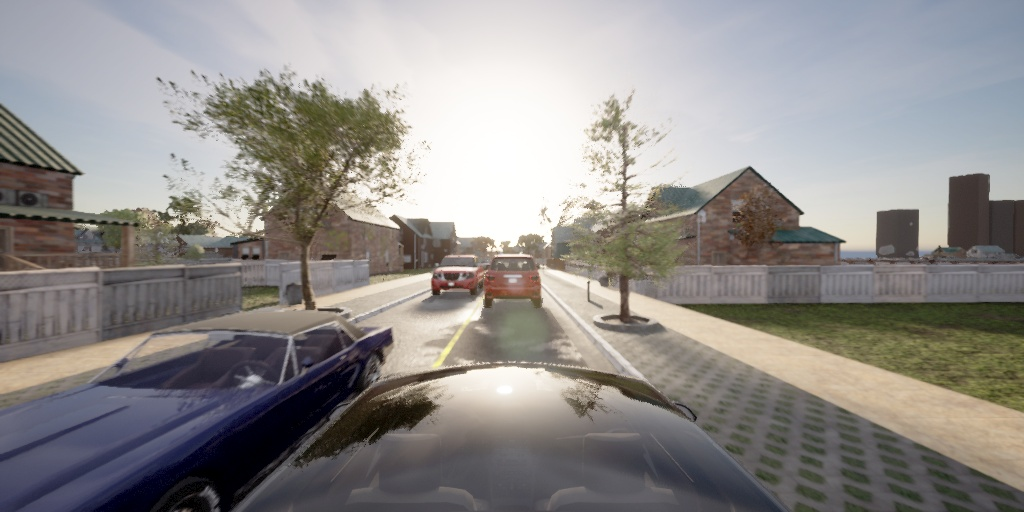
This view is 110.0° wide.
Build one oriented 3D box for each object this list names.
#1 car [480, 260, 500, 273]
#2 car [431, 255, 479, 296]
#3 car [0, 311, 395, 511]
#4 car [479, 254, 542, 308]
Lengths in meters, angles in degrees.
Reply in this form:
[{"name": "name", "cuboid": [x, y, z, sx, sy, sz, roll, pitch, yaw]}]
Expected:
[{"name": "car", "cuboid": [-2.644, 1.226, 43.717, 2.128, 1.511, 4.902, 0, 0, 0]}, {"name": "car", "cuboid": [-2.797, 0.945, 19.404, 2.150, 2.045, 5.566, 0, 0, 0]}, {"name": "car", "cuboid": [-2.847, 1.345, 3.643, 1.895, 1.301, 4.718, 0, 0, 0]}, {"name": "car", "cuboid": [0.034, 0.954, 15.263, 2.150, 2.045, 5.566, 0, 0, 0]}]
